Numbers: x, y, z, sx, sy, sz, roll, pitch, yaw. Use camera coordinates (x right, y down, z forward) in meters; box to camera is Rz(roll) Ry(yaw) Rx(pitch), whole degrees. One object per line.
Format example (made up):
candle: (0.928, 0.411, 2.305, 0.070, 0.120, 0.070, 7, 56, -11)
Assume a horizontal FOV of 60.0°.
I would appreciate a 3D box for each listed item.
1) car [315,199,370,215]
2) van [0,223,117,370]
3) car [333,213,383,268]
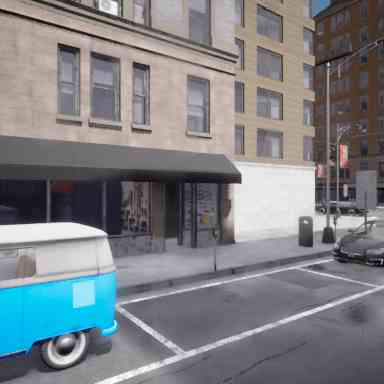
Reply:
car: (13.814, 1.524, 30.933, 1.895, 1.301, 4.718, 0, 0, -35)
van: (-2.941, 1.341, 4.092, 3.998, 1.788, 1.690, 0, 0, -35)
car: (6.278, 1.551, 10.666, 4.403, 1.369, 2.008, 0, 0, -35)
